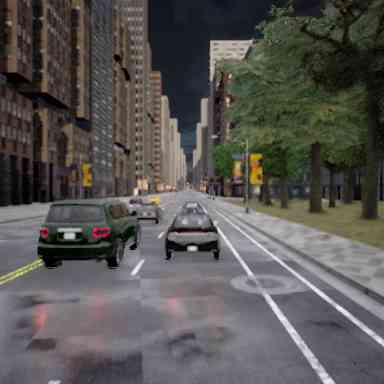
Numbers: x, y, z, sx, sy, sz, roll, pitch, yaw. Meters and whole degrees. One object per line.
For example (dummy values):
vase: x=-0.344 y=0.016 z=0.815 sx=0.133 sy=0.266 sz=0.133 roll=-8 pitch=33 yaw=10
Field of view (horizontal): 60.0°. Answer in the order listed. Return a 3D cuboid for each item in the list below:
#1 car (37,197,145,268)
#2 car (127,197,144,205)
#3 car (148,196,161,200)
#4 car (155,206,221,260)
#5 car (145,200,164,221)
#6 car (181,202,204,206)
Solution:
car: x=-3.223 y=1.250 z=11.501 sx=2.150 sy=2.045 sz=5.566 roll=0 pitch=0 yaw=0
car: x=-9.808 y=1.555 z=58.556 sx=2.033 sy=1.411 sz=5.357 roll=0 pitch=0 yaw=1
car: x=-6.572 y=1.485 z=58.804 sx=1.882 sy=1.535 sz=5.008 roll=0 pitch=0 yaw=1
car: x=0.037 y=1.521 z=12.609 sx=2.128 sy=1.511 sz=4.902 roll=0 pitch=0 yaw=1
car: x=-3.240 y=1.577 z=25.415 sx=2.033 sy=1.411 sz=5.357 roll=0 pitch=0 yaw=0
car: x=0.036 y=1.553 z=28.335 sx=1.812 sy=1.442 sz=4.674 roll=0 pitch=0 yaw=1
